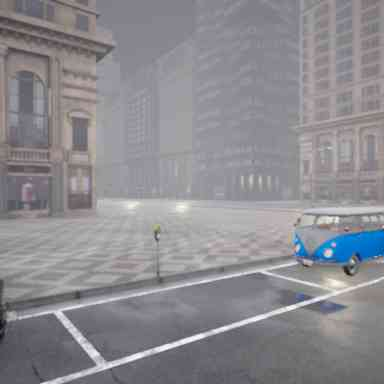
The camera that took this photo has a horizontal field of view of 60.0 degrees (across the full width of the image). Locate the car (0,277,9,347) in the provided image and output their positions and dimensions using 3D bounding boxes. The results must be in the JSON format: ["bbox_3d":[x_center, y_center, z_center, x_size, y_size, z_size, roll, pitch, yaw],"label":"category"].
[{"bbox_3d":[-4.380,1.577,3.524,4.313,1.339,1.947,0,0,-36],"label":"car"}]

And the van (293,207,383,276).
[{"bbox_3d":[4.793,1.352,10.092,3.998,1.788,1.690,0,0,-36],"label":"van"}]
